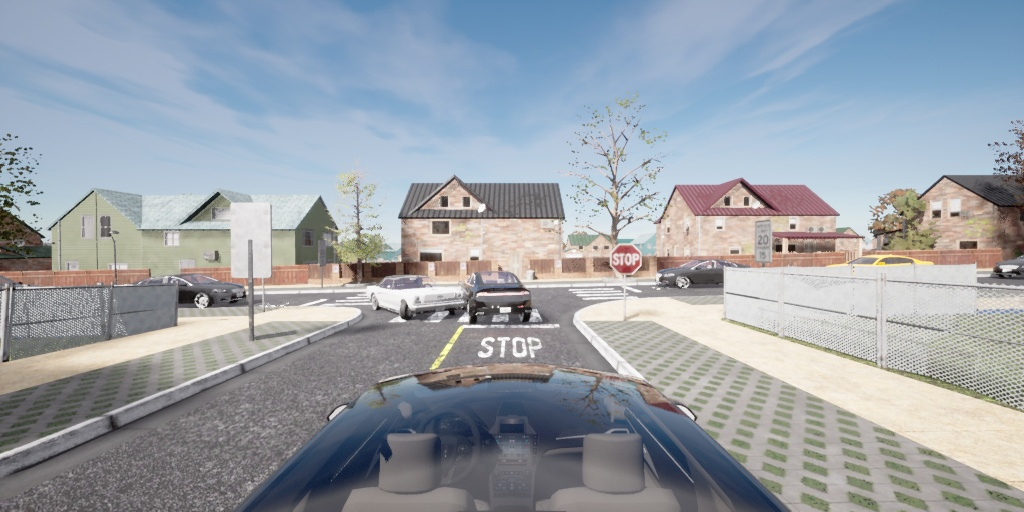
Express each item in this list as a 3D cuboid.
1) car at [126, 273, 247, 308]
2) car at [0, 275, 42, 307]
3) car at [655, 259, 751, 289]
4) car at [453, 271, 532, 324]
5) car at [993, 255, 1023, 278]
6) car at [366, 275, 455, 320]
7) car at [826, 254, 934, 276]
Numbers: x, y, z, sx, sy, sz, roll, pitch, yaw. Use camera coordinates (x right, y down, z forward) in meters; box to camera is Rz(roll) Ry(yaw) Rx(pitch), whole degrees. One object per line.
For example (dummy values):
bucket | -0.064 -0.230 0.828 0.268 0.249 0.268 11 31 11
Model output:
car | -14.902 1.566 16.383 4.902 1.511 2.128 -1 1 0
car | -24.239 1.648 16.342 4.553 1.767 2.097 -1 1 0
car | 10.331 0.926 19.437 4.902 1.511 2.128 -1 1 0
car | -0.685 1.242 12.028 2.128 1.511 4.902 0 0 -12
car | 29.386 0.478 19.511 4.902 1.511 2.128 -1 1 0
car | -3.602 1.368 12.887 1.895 1.301 4.718 0 0 -38
car | 19.761 0.690 19.474 5.008 1.535 1.882 -1 1 -1
